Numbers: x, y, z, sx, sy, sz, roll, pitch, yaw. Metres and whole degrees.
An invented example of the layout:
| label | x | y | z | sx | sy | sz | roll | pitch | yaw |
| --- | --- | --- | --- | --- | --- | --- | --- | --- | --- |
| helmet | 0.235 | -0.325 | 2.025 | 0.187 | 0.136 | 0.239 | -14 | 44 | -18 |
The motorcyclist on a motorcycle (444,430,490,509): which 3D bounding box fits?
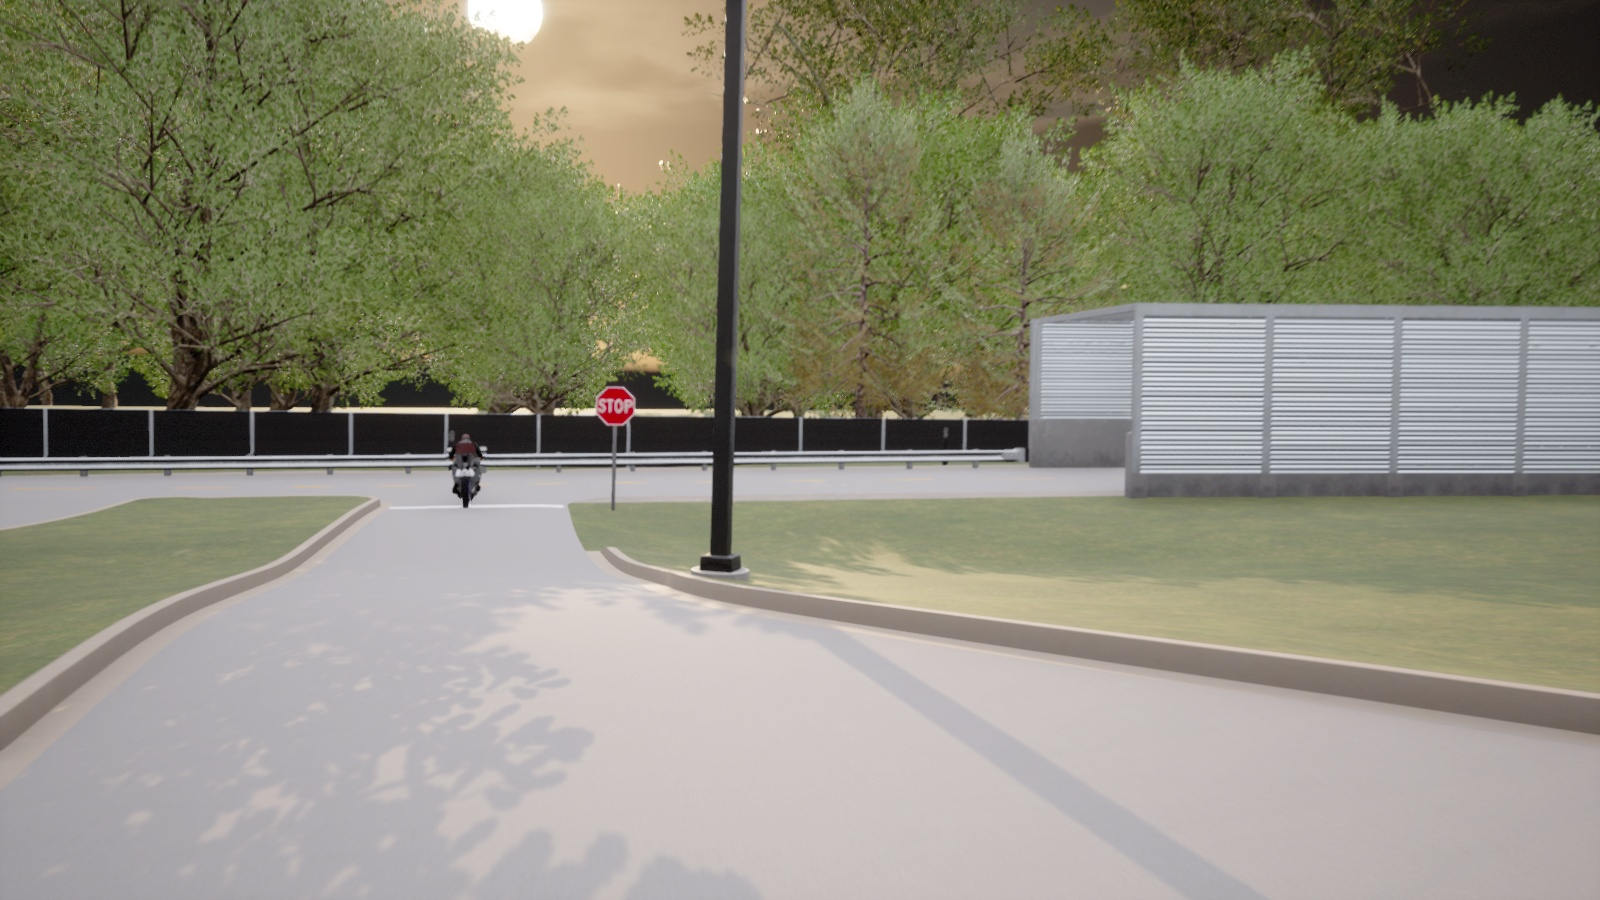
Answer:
| label | x | y | z | sx | sy | sz | roll | pitch | yaw |
| --- | --- | --- | --- | --- | --- | --- | --- | --- | --- |
| motorcyclist on a motorcycle | -7.074 | 0.388 | 26.787 | 0.866 | 1.530 | 2.191 | -1 | 3 | -13 |
